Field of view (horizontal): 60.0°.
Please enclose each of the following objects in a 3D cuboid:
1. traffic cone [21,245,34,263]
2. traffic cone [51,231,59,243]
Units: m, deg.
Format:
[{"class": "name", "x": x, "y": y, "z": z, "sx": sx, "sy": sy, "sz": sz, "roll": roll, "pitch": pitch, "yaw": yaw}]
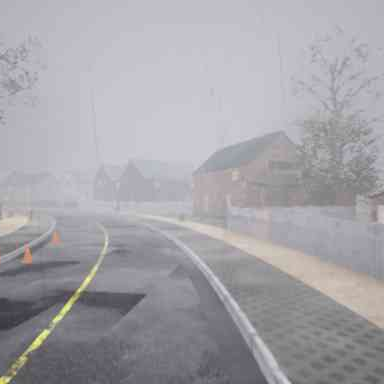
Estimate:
[{"class": "traffic cone", "x": -5.714, "y": 2.131, "z": 11.557, "sx": 0.340, "sy": 0.580, "sz": 0.340, "roll": 0, "pitch": -1, "yaw": -10}, {"class": "traffic cone", "x": -6.710, "y": 2.197, "z": 16.292, "sx": 0.340, "sy": 0.580, "sz": 0.340, "roll": 0, "pitch": -1, "yaw": -14}]
